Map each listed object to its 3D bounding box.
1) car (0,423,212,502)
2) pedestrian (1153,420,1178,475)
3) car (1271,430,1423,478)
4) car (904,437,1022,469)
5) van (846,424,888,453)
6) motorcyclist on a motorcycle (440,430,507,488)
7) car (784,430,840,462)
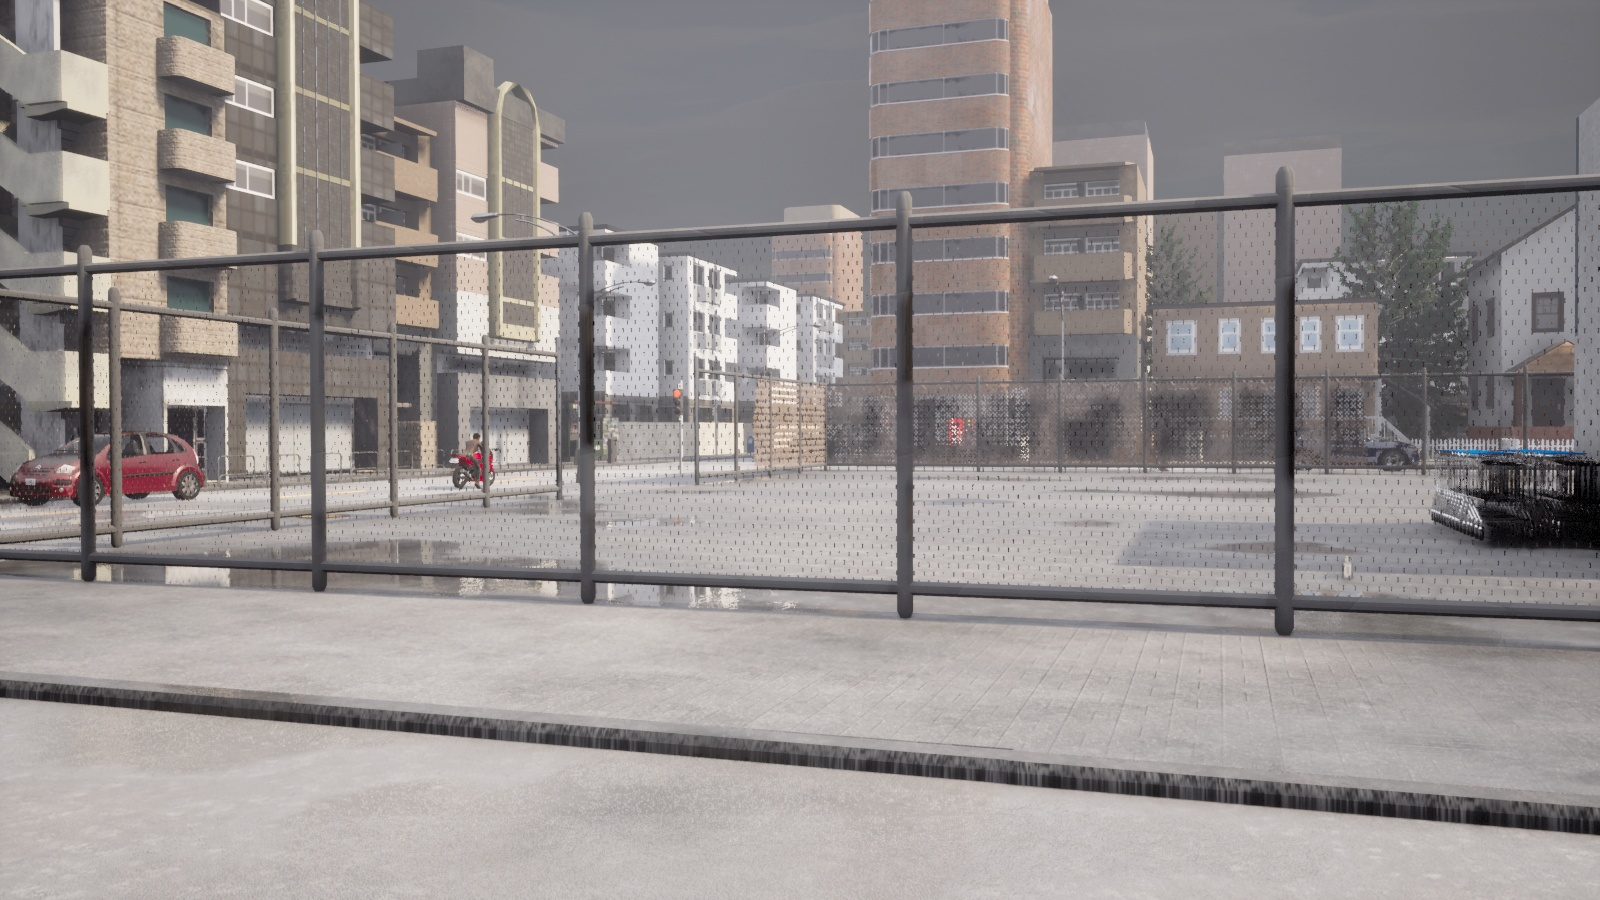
[{"bbox_3d":[-15.348,0.220,27.950,1.851,1.617,3.988,1,1,18],"label":"car"},{"bbox_3d":[12.371,-0.098,42.501,0.703,1.840,0.431,1,1,31],"label":"pedestrian"},{"bbox_3d":[19.504,0.109,44.994,4.856,1.649,2.033,1,1,20],"label":"car"},{"bbox_3d":[6.937,0.098,53.406,4.718,1.301,1.895,1,1,19],"label":"car"},{"bbox_3d":[4.715,-0.812,87.792,1.775,1.987,4.442,1,1,19],"label":"van"},{"bbox_3d":[-8.945,0.223,34.468,0.797,1.523,2.044,1,1,19],"label":"motorcyclist on a motorcycle"},{"bbox_3d":[0.662,-0.224,63.051,2.128,1.511,4.902,0,1,9],"label":"car"}]
